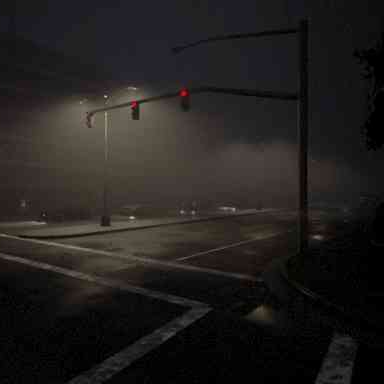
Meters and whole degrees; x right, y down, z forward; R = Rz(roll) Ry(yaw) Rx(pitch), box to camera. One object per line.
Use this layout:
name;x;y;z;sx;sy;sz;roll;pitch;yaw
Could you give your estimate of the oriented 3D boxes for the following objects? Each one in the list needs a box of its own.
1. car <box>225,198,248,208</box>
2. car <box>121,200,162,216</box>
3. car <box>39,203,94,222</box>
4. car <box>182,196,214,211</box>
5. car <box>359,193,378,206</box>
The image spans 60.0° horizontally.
car;6.619;1.563;49.397;1.994;1.385;4.181;0;0;36
car;-4.951;1.522;33.472;1.812;1.442;4.674;0;0;36
car;-9.943;1.563;26.591;1.994;1.385;4.181;0;0;36
car;0.780;1.351;41.368;2.097;1.767;4.553;0;0;36
car;28.735;1.221;54.037;2.150;2.045;5.566;0;0;36
